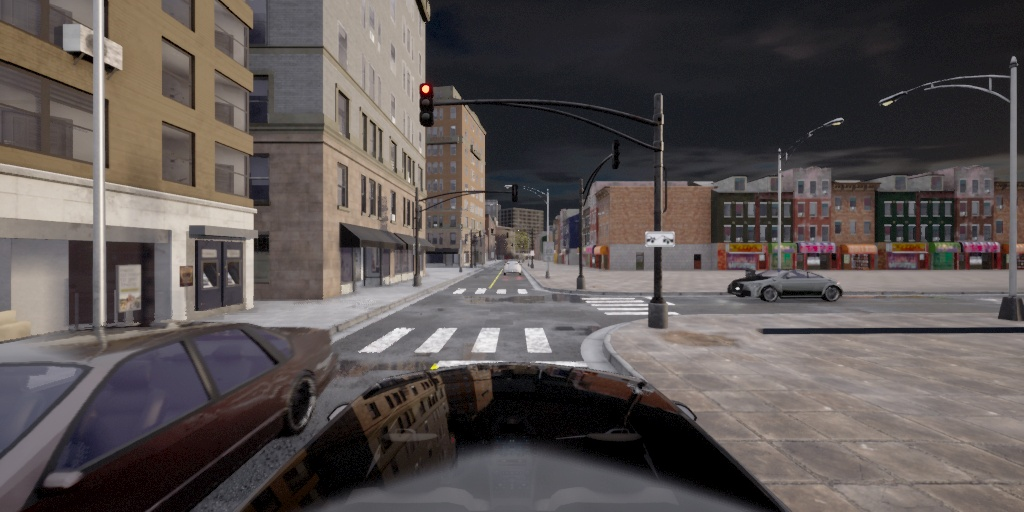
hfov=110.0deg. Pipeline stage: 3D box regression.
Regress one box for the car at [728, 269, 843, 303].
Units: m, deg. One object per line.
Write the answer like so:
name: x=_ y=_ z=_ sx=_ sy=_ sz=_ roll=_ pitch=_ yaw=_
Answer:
car: x=12.041 y=1.262 z=15.968 sx=4.181 sy=1.385 sz=1.994 roll=0 pitch=0 yaw=0

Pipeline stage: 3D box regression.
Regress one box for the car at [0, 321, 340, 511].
car: x=-3.142 y=1.297 z=2.642 sx=2.033 sy=1.411 sz=5.357 roll=0 pitch=0 yaw=-4

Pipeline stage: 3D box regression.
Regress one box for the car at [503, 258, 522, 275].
car: x=0.066 y=1.284 z=38.334 sx=1.812 sy=1.442 sz=4.674 roll=0 pitch=0 yaw=0
